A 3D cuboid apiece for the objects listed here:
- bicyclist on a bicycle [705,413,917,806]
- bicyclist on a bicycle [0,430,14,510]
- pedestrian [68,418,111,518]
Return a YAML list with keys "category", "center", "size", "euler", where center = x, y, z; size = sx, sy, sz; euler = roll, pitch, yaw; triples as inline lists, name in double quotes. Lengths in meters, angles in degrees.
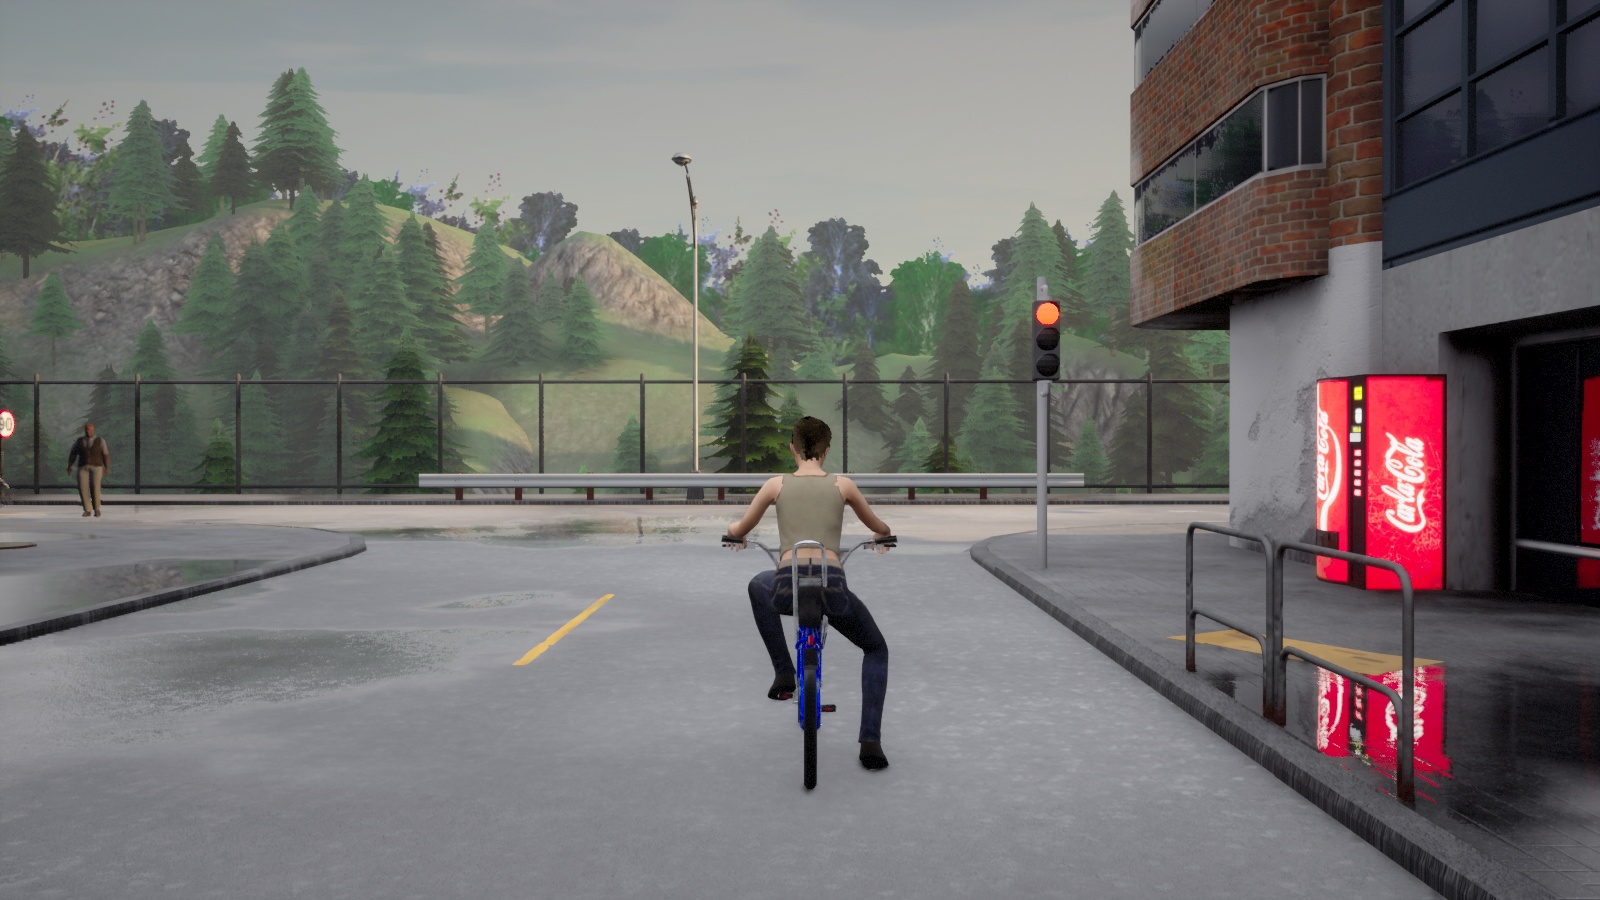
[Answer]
- category: "bicyclist on a bicycle"
  center: [0.045, 0.650, 5.896]
  size: [0.866, 1.612, 1.509]
  euler: [0, 0, 0]
- category: "bicyclist on a bicycle"
  center: [-18.801, 0.442, 28.246]
  size: [1.843, 1.776, 0.659]
  euler: [0, 0, 1]
- category: "pedestrian"
  center: [-13.693, 0.337, 24.220]
  size: [0.563, 1.883, 0.849]
  euler: [0, 0, -18]
